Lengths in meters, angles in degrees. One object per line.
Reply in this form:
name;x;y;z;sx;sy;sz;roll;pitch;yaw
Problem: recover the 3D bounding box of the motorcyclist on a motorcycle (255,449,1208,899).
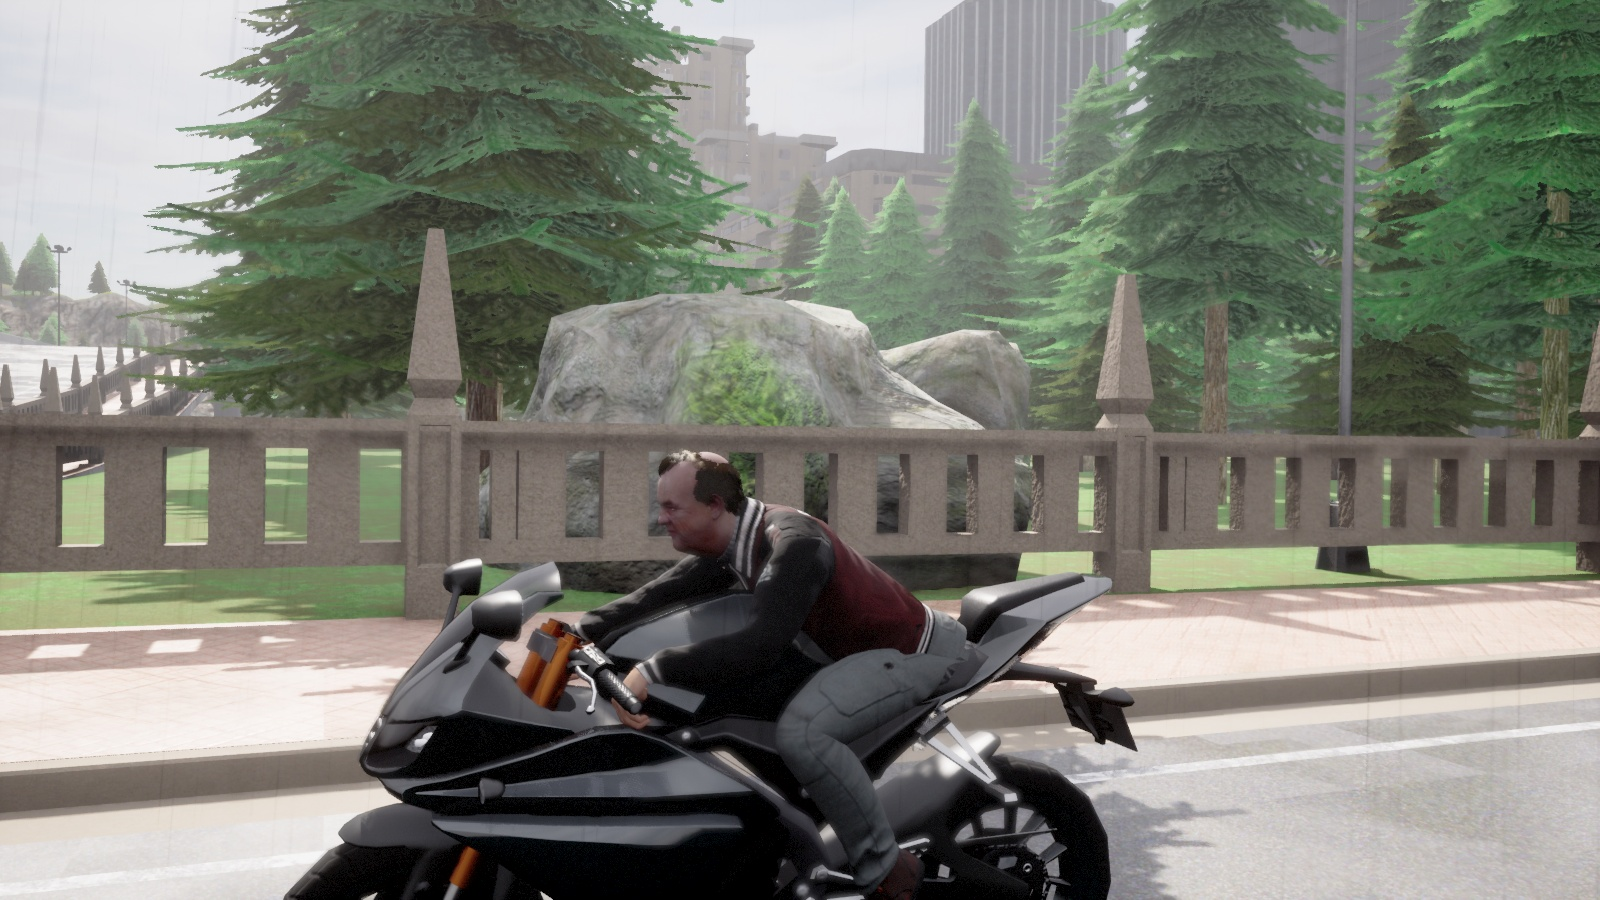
motorcyclist on a motorcycle;-0.153;0.783;3.181;2.191;1.530;0.866;-1;1;-21
